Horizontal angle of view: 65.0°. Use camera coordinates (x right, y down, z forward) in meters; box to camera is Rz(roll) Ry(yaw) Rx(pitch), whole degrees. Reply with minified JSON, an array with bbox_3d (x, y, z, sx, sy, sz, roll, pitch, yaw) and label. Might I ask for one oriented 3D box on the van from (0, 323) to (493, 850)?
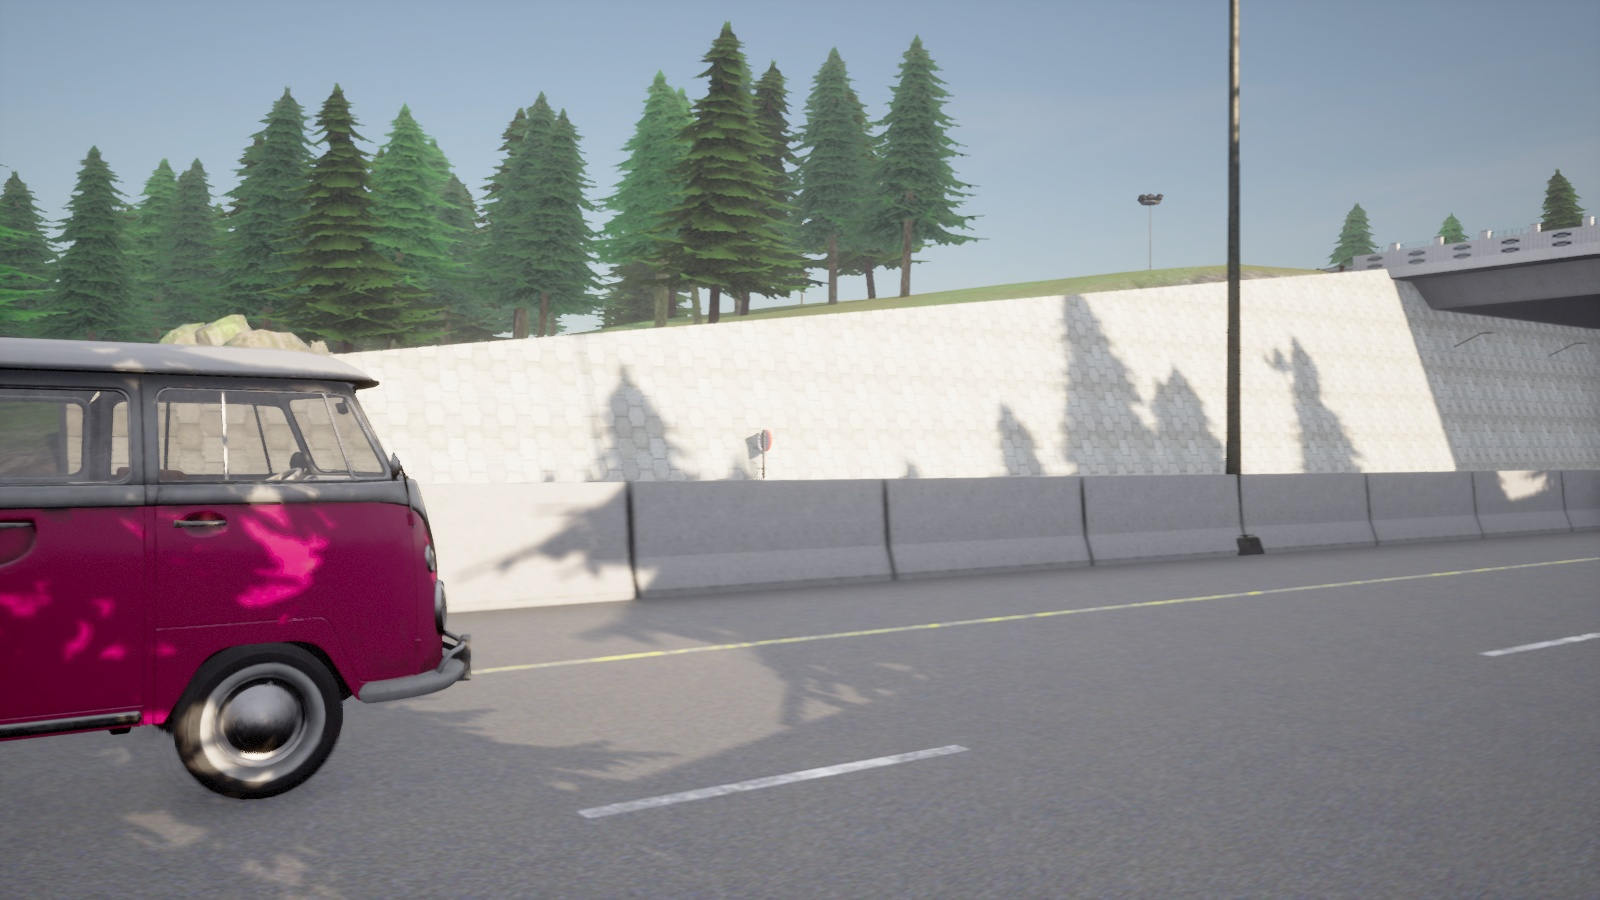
[{"bbox_3d":[-3.759,0.519,5.307,4.442,1.987,1.775,0,0,-35],"label":"van"}]
